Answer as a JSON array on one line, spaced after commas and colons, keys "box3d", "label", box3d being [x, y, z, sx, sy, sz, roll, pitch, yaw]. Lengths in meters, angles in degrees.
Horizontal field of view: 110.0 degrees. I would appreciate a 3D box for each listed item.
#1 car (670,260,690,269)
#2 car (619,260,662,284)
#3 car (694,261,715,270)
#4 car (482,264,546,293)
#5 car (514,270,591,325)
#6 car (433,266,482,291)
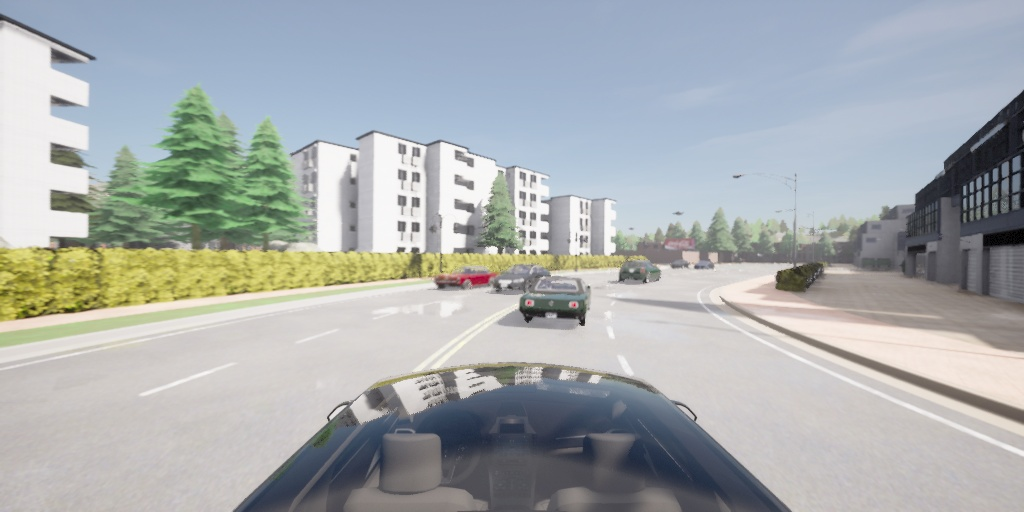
[{"box3d": [27.028, 1.362, 57.622, 1.837, 1.490, 4.892, 1, 0, 42], "label": "car"}, {"box3d": [10.008, 1.121, 27.810, 2.097, 1.767, 4.553, 1, 0, 38], "label": "car"}, {"box3d": [29.799, 1.432, 55.466, 2.033, 1.411, 5.357, 1, 0, 42], "label": "car"}, {"box3d": [0.648, 1.194, 19.794, 2.128, 1.511, 4.902, 0, 0, 25], "label": "car"}, {"box3d": [1.643, 1.336, 11.937, 1.895, 1.301, 4.718, 1, 0, 15], "label": "car"}, {"box3d": [-2.593, 1.268, 21.209, 1.895, 1.301, 4.718, 1, 0, 25], "label": "car"}]
